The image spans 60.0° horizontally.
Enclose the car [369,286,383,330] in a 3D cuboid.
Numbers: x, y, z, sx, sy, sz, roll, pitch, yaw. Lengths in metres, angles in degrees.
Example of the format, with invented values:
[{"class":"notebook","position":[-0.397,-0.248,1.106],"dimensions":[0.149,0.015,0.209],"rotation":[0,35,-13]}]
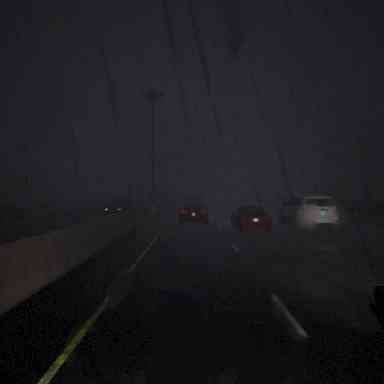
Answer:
[{"class":"car","position":[3.599,1.599,2.871],"dimensions":[1.895,1.301,4.718],"rotation":[0,0,0]}]

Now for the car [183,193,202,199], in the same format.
[{"class":"car","position":[0.082,1.193,42.578],"dimensions":[2.150,2.045,5.566],"rotation":[0,0,-1]}]

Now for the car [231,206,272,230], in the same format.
[{"class":"car","position":[3.599,1.550,20.788],"dimensions":[1.994,1.385,4.181],"rotation":[0,0,0]}]

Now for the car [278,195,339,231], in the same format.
[{"class":"car","position":[7.087,1.207,20.770],"dimensions":[2.150,2.045,5.566],"rotation":[0,0,0]}]

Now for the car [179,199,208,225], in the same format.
[{"class":"car","position":[0.099,1.487,24.074],"dimensions":[2.163,1.488,4.792],"rotation":[0,0,0]}]
